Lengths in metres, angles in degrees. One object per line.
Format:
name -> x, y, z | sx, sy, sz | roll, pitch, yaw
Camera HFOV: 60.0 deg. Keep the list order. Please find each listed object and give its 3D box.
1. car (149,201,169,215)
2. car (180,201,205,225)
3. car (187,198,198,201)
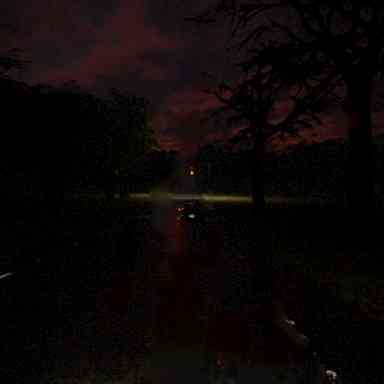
car -> -3.525, 1.695, 36.472 | 2.033, 1.411, 5.357 | 0, 0, 0
car -> 0.048, 1.724, 25.517 | 2.033, 1.411, 5.357 | 0, 0, 0
car -> 0.075, 1.586, 43.669 | 2.128, 1.511, 4.902 | 0, 1, 0
